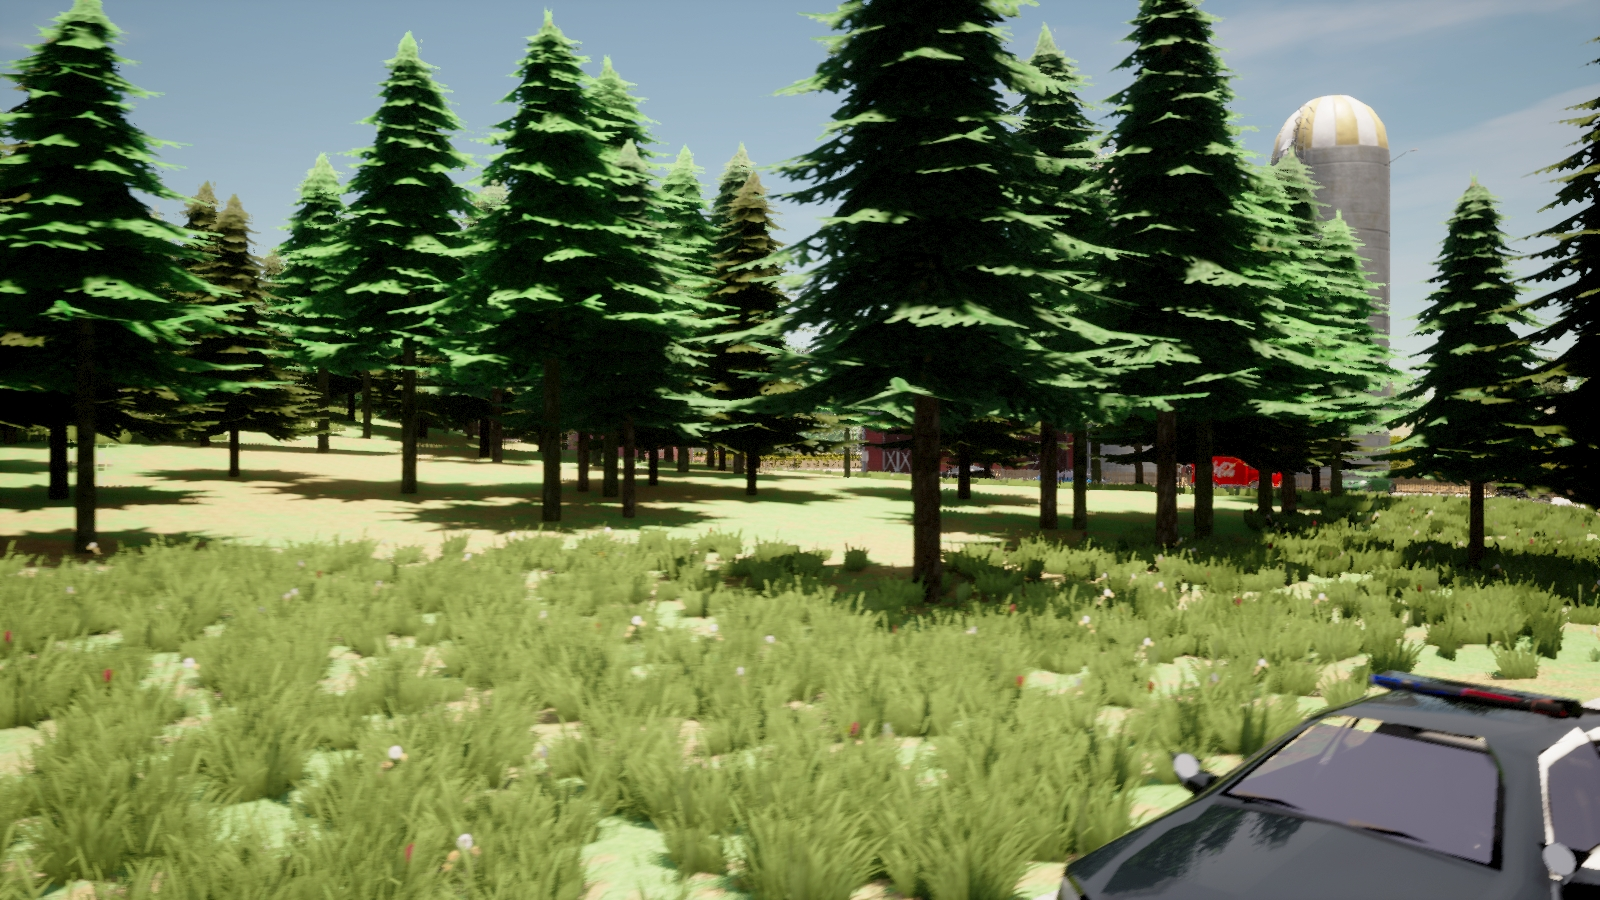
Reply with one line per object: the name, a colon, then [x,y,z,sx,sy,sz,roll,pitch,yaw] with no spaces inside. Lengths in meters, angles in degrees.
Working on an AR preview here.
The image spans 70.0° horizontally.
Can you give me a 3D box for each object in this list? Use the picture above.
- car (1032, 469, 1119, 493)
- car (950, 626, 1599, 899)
car: [17.693,1.976,73.681,2.033,1.411,5.357,0,0,-37]
car: [3.281,2.038,5.915,4.974,1.542,2.038,0,0,-37]
